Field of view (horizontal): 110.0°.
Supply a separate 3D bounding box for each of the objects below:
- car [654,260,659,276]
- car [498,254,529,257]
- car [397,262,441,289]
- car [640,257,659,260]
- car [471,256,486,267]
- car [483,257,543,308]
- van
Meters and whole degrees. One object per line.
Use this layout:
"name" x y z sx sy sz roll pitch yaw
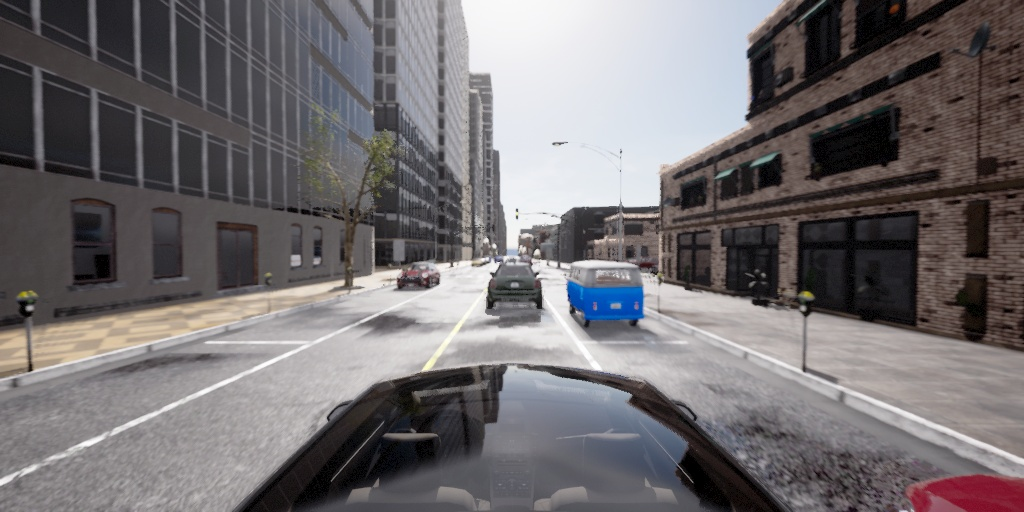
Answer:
"car" 16.427 1.413 37.077 4.313 1.339 1.948 0 0 1
"car" 0.112 0.986 31.366 2.097 1.767 4.553 0 0 0
"car" -5.682 1.109 22.210 1.967 1.591 4.097 0 0 0
"car" 16.537 1.000 45.455 5.009 1.841 2.192 0 0 1
"car" -5.803 1.048 59.987 1.751 1.417 4.829 0 0 0
"car" 0.104 1.049 15.033 2.097 1.767 4.553 0 0 0
"van" 2.695 1.054 11.123 1.690 1.789 3.998 0 0 0
